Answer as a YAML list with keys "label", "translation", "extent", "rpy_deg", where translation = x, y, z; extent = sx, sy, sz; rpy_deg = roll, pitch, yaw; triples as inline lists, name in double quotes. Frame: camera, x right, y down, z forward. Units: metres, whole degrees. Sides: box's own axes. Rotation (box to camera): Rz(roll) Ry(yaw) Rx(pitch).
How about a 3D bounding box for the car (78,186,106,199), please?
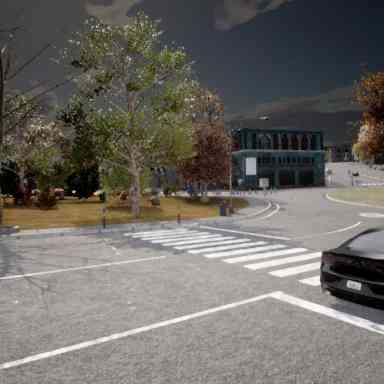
- label: "car"
  translation: [-19.069, 0.052, 63.734]
  extent: [2.435, 2.045, 5.566]
  rpy_deg: [-2, 2, 17]

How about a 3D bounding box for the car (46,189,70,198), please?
- label: "car"
  translation: [-28.498, 0.293, 70.970]
  extent: [2.231, 1.521, 4.892]
  rpy_deg: [-1, 2, 18]

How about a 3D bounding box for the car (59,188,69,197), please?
- label: "car"
  translation: [-23.796, 0.350, 67.297]
  extent: [2.163, 1.488, 4.792]
  rpy_deg: [-1, 2, 17]

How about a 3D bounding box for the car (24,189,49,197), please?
- label: "car"
  translation: [-35.534, 0.194, 76.337]
  extent: [1.946, 1.575, 5.366]
  rpy_deg: [0, 3, 19]

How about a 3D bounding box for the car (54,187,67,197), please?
- label: "car"
  translation: [-26.155, 0.061, 69.107]
  extent: [2.435, 2.045, 5.566]
  rpy_deg: [0, 2, 18]

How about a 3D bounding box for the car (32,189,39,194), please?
- label: "car"
  translation: [-33.171, 0.101, 74.628]
  extent: [2.185, 1.767, 4.553]
  rpy_deg: [0, 2, 18]

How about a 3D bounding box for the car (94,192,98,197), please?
- label: "car"
  translation: [-16.734, 0.285, 61.737]
  extent: [1.946, 1.575, 5.366]
  rpy_deg: [-1, 2, 17]

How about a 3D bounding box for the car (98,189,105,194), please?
- label: "car"
  translation: [-14.324, 0.123, 60.105]
  extent: [2.185, 1.767, 4.553]
  rpy_deg: [-2, 2, 17]

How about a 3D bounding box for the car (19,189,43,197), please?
- label: "car"
  translation: [-37.784, 0.150, 78.382]
  extent: [2.097, 1.535, 5.008]
  rpy_deg: [0, 3, 19]

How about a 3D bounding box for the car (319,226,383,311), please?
- label: "car"
  translation: [4.843, 1.451, 7.169]
  extent: [5.008, 1.535, 1.882]
  rpy_deg: [0, 0, -35]
